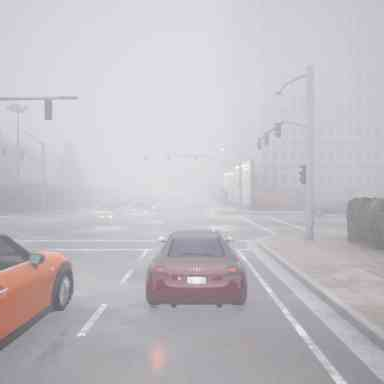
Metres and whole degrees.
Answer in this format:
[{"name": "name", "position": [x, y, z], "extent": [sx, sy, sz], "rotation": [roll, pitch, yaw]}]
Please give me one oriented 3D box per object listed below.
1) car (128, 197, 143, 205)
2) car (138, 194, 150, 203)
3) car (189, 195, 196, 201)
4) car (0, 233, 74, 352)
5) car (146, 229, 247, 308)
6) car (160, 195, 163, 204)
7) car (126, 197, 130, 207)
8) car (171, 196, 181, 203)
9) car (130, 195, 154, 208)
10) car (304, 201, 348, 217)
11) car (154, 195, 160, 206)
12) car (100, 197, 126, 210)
[{"name": "car", "position": [-10.461, 1.607, 61.914], "extent": [1.895, 1.301, 4.718], "rotation": [0, 0, 0]}, {"name": "car", "position": [-10.387, 1.363, 72.244], "extent": [2.097, 1.767, 4.553], "rotation": [0, 0, 0]}, {"name": "car", "position": [0.132, 1.561, 84.546], "extent": [1.994, 1.385, 4.181], "rotation": [0, 0, 0]}, {"name": "car", "position": [-3.430, 1.352, 4.836], "extent": [2.097, 1.767, 4.553], "rotation": [0, 0, 1]}, {"name": "car", "position": [0.092, 1.565, 8.014], "extent": [1.994, 1.385, 4.181], "rotation": [0, 0, 0]}, {"name": "car", "position": [-6.922, 1.359, 66.084], "extent": [2.097, 1.767, 4.553], "rotation": [0, 0, 1]}, {"name": "car", "position": [-10.507, 1.483, 52.614], "extent": [1.882, 1.535, 5.008], "rotation": [0, 0, 0]}, {"name": "car", "position": [-3.293, 1.485, 68.420], "extent": [1.882, 1.535, 5.008], "rotation": [0, 0, 0]}, {"name": "car", "position": [-7.012, 1.357, 47.063], "extent": [2.097, 1.767, 4.553], "rotation": [0, 0, 0]}, {"name": "car", "position": [13.142, 1.550, 31.380], "extent": [4.902, 1.511, 2.128], "rotation": [0, 0, 0]}, {"name": "car", "position": [-6.995, 1.511, 56.006], "extent": [1.837, 1.490, 4.892], "rotation": [0, 0, 0]}, {"name": "car", "position": [-10.535, 1.496, 43.466], "extent": [2.128, 1.511, 4.902], "rotation": [0, 0, 1]}]
